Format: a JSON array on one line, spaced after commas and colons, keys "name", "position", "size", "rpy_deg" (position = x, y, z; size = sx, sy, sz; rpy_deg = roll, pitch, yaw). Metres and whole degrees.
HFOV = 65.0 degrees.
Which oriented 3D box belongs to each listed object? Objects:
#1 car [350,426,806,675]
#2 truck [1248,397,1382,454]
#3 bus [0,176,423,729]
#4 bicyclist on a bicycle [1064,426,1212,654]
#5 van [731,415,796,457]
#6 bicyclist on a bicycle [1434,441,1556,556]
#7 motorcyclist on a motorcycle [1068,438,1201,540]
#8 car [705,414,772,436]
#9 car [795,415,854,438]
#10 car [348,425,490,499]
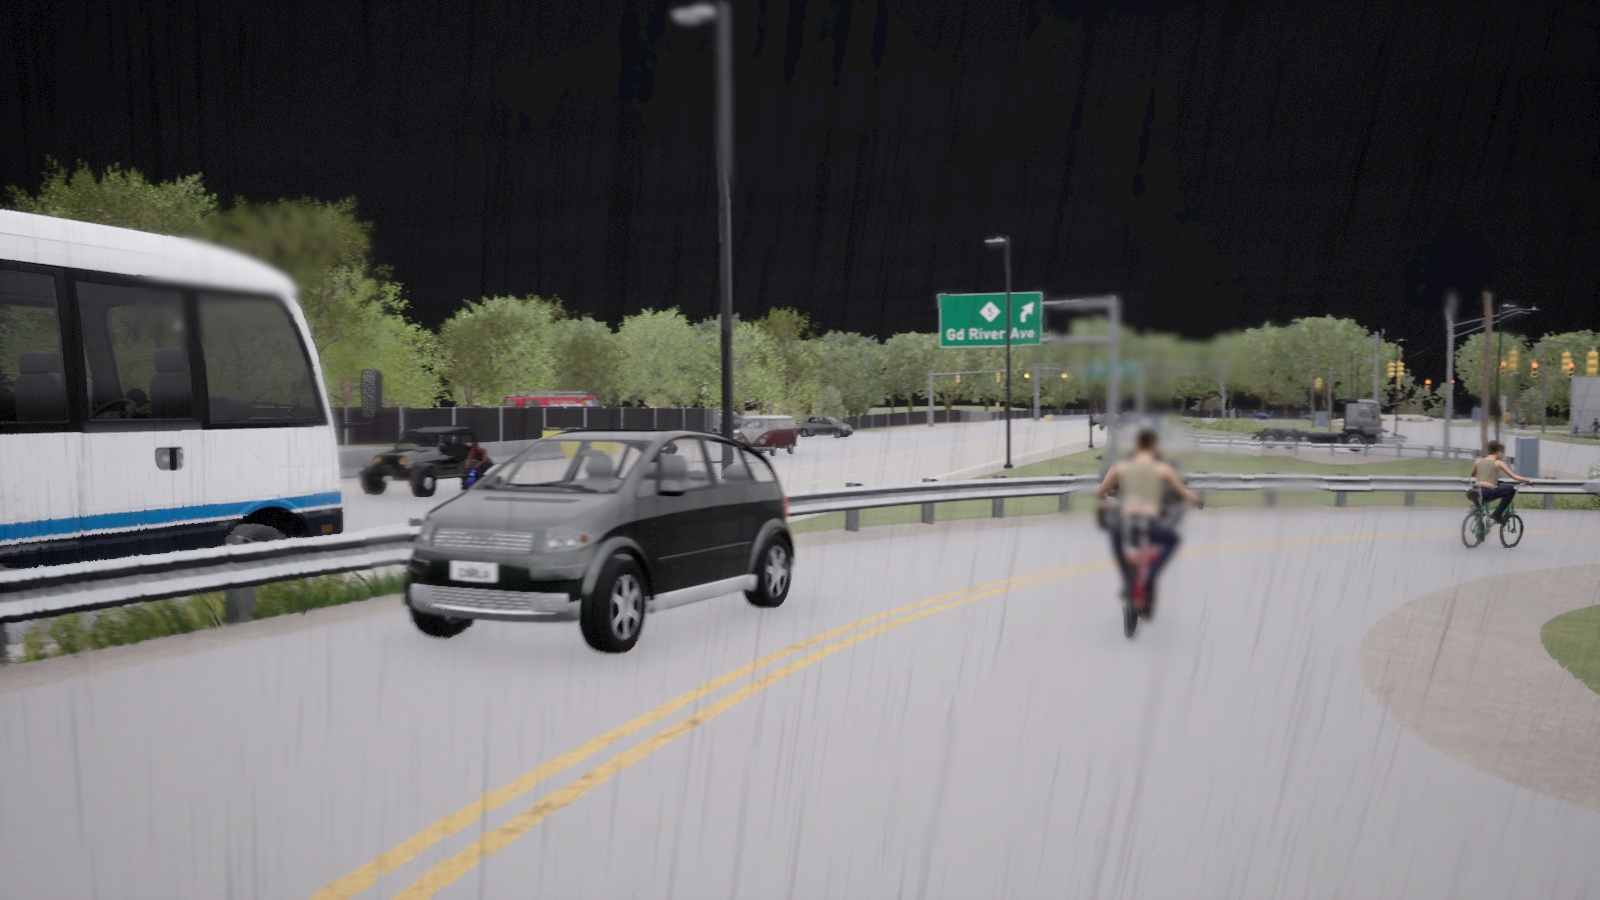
[{"name": "car", "position": [-1.508, 0.608, 9.905], "size": [1.789, 1.549, 3.705], "rpy_deg": [1, 1, 23]}, {"name": "truck", "position": [33.659, -1.676, 82.429], "size": [7.936, 3.462, 2.891], "rpy_deg": [2, 3, 20]}, {"name": "bus", "position": [-7.949, -0.002, 10.478], "size": [3.944, 4.253, 10.273], "rpy_deg": [1, 2, 19]}, {"name": "bicyclist on a bicycle", "position": [2.683, 0.635, 9.850], "size": [0.866, 1.612, 1.509], "rpy_deg": [2, 1, 23]}, {"name": "van", "position": [-1.748, -0.734, 61.857], "size": [1.775, 1.987, 4.442], "rpy_deg": [1, 2, 19]}, {"name": "bicyclist on a bicycle", "position": [10.369, 0.701, 18.736], "size": [1.509, 1.612, 0.866], "rpy_deg": [1, 3, -30]}, {"name": "motorcyclist on a motorcycle", "position": [5.403, 0.595, 20.215], "size": [2.191, 1.530, 0.866], "rpy_deg": [0, 3, -38]}, {"name": "car", "position": [-4.811, -1.997, 99.019], "size": [4.856, 1.649, 2.033], "rpy_deg": [1, 2, 18]}, {"name": "car", "position": [1.802, -1.748, 92.922], "size": [3.988, 1.617, 1.851], "rpy_deg": [1, 3, 23]}, {"name": "car", "position": [-10.654, 0.283, 35.396], "size": [1.905, 1.878, 3.866], "rpy_deg": [1, 2, 19]}]
